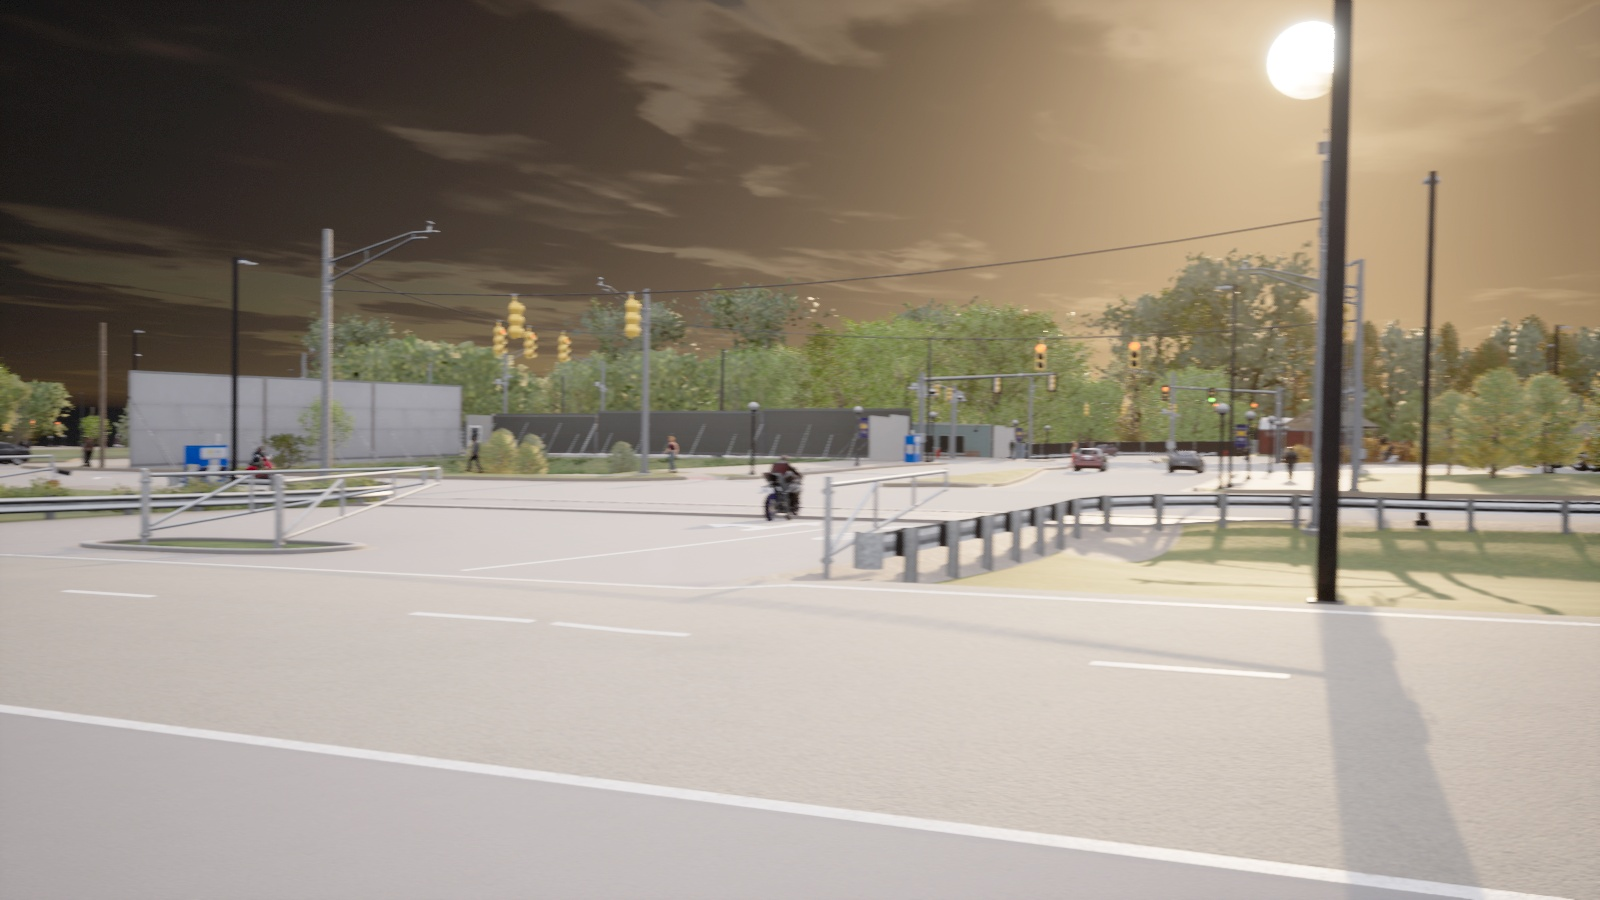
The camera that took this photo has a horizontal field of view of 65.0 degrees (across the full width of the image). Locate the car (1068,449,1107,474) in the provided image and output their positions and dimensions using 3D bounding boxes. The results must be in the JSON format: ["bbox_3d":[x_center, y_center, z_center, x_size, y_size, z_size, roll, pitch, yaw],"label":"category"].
[{"bbox_3d":[18.328,0.735,79.848,1.970,1.475,3.806,1,0,19],"label":"car"}]

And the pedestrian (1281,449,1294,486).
[{"bbox_3d":[25.224,0.888,64.984,0.563,1.883,0.849,2,2,19],"label":"pedestrian"}]

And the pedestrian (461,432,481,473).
[{"bbox_3d":[-16.213,0.119,61.879,0.788,1.949,0.423,2,2,23],"label":"pedestrian"}]

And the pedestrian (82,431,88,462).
[{"bbox_3d":[-42.455,-0.220,74.566,0.331,1.846,0.634,1,2,-30],"label":"pedestrian"}]

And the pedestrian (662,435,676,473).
[{"bbox_3d":[-6.405,0.181,61.402,0.594,1.836,0.345,0,2,-38],"label":"pedestrian"}]

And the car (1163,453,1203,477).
[{"bbox_3d":[23.670,0.925,77.484,1.994,1.385,4.181,1,0,22],"label":"car"}]

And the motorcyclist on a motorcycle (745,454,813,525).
[{"bbox_3d":[-0.476,0.904,29.868,0.866,1.530,2.191,1,2,21],"label":"motorcyclist on a motorcycle"}]

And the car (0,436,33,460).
[{"bbox_3d":[-52.120,-0.142,80.310,1.837,1.490,4.892,2,1,32],"label":"car"}]

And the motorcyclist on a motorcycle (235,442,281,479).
[{"bbox_3d":[-23.678,0.453,54.859,1.817,1.590,0.866,1,1,23],"label":"motorcyclist on a motorcycle"}]
